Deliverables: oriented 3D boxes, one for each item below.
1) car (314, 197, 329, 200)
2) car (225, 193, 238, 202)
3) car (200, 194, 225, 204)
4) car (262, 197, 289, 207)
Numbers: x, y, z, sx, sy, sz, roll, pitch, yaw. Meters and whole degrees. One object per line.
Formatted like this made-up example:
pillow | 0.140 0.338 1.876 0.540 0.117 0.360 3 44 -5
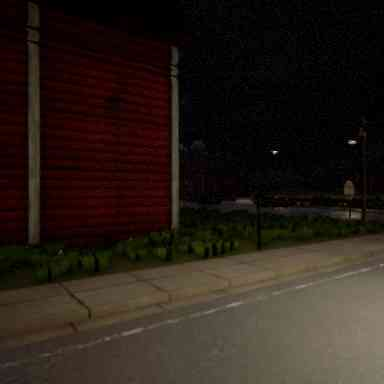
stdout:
car | 21.155 1.454 54.327 3.905 1.438 1.784 0 0 -36
car | 7.741 1.245 72.366 4.605 1.855 1.932 0 0 -36
car | 3.057 1.265 56.317 3.866 1.878 1.905 0 0 -36
car | 11.474 1.457 45.770 4.193 1.474 1.816 0 0 -36
